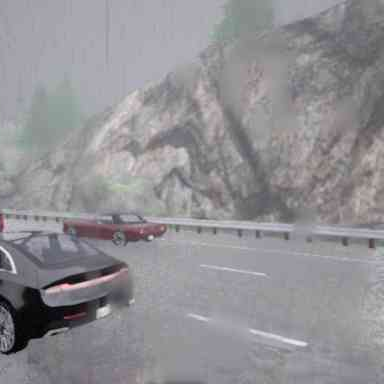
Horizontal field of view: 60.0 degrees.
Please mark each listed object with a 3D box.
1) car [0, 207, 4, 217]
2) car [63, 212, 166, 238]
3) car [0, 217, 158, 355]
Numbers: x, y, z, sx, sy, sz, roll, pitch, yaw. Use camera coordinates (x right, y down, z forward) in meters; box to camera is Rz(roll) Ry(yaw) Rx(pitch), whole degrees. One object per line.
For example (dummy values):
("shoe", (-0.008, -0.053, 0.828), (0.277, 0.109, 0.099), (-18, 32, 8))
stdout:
("car", (-10.695, 1.143, 14.858), (5.566, 2.045, 2.150), (0, 0, 31))
("car", (-3.532, 1.536, 14.565), (4.718, 1.301, 1.895), (0, 0, 32))
("car", (-3.250, 1.461, 6.041), (4.902, 1.511, 2.128), (0, 0, 33))
